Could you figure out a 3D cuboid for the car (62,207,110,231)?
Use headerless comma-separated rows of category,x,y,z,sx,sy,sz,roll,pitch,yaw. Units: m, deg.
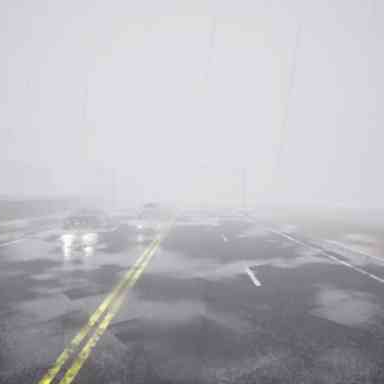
car,-6.599,1.624,21.057,1.994,1.385,4.181,0,0,0

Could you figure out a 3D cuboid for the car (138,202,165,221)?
car,-3.345,1.608,27.931,1.812,1.442,4.674,0,0,0
